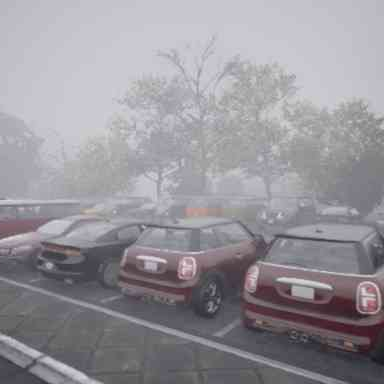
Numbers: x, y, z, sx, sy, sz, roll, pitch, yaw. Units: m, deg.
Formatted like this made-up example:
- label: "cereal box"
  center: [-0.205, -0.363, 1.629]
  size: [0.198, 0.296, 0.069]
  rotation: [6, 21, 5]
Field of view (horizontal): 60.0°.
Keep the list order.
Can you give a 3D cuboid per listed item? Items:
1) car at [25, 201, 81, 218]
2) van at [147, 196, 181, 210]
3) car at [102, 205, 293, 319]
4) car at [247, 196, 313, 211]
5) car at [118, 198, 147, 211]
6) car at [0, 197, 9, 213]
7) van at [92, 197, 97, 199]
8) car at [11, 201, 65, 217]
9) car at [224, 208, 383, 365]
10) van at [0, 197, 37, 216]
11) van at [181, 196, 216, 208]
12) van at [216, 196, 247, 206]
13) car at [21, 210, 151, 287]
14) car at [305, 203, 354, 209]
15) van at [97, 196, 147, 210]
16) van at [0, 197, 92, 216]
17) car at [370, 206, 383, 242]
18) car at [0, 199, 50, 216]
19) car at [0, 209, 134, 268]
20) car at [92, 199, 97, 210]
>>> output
- label: "car"
  center: [-14.307, 1.760, 34.535]
  size: [2.097, 1.535, 5.008]
  rotation: [-1, -1, 36]
- label: "van"
  center: [-0.981, 1.278, 24.863]
  size: [1.878, 1.987, 4.442]
  rotation: [-1, 0, 36]
- label: "car"
  center: [0.475, 1.375, 7.844]
  size: [2.185, 1.767, 4.553]
  rotation: [0, 0, 36]
- label: "car"
  center: [5.836, 1.249, 20.095]
  size: [2.435, 2.045, 5.566]
  rotation: [0, 0, 36]
- label: "car"
  center: [-3.039, 1.532, 26.485]
  size: [2.097, 1.535, 5.008]
  rotation: [-1, -1, 36]
- label: "car"
  center: [-27.805, 1.791, 44.233]
  size: [2.435, 2.045, 5.566]
  rotation: [-2, -1, 36]
- label: "van"
  center: [-9.734, 1.443, 31.413]
  size: [1.878, 1.987, 4.442]
  rotation: [-1, -1, 36]
- label: "car"
  center: [-16.662, 1.808, 36.220]
  size: [2.097, 1.535, 5.008]
  rotation: [-1, -1, 36]
- label: "car"
  center: [2.733, 1.373, 6.228]
  size: [2.185, 1.767, 4.553]
  rotation: [0, 0, 36]
- label: "van"
  center: [-20.997, 1.672, 39.472]
  size: [1.878, 1.987, 4.442]
  rotation: [-1, -1, 36]
- label: "van"
  center: [1.516, 1.277, 23.364]
  size: [1.878, 1.987, 4.442]
  rotation: [0, 0, 36]
- label: "van"
  center: [3.667, 1.276, 21.825]
  size: [1.878, 1.987, 4.442]
  rotation: [0, 0, 36]
- label: "car"
  center: [-1.768, 1.501, 9.480]
  size: [2.097, 1.535, 5.008]
  rotation: [0, 0, 36]
- label: "car"
  center: [8.204, 1.499, 18.429]
  size: [2.097, 1.535, 5.008]
  rotation: [0, 0, 36]
- label: "van"
  center: [-5.365, 1.352, 28.000]
  size: [1.878, 1.987, 4.442]
  rotation: [-1, -1, 36]
- label: "van"
  center: [-6.348, 1.278, 12.620]
  size: [1.878, 1.987, 4.442]
  rotation: [0, 0, 36]
- label: "car"
  center: [10.459, 1.538, 16.819]
  size: [2.002, 1.452, 4.674]
  rotation: [0, 0, 36]
- label: "car"
  center: [-18.830, 1.726, 37.739]
  size: [2.185, 1.767, 4.553]
  rotation: [-1, -1, 36]
- label: "car"
  center: [-4.021, 1.543, 11.102]
  size: [2.002, 1.452, 4.674]
  rotation: [0, 0, 36]
- label: "car"
  center: [-7.653, 1.620, 29.553]
  size: [1.946, 1.575, 5.366]
  rotation: [-1, -1, 36]
